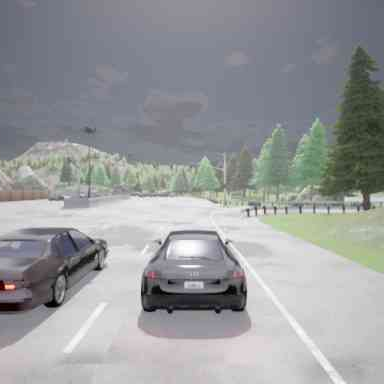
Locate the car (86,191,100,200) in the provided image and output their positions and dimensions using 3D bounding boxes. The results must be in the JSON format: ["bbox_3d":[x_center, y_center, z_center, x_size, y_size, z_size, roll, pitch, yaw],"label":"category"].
[{"bbox_3d":[-25.537,0.887,86.189,2.150,2.045,5.566,0,0,-3],"label":"car"}]

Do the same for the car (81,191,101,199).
[{"bbox_3d":[-21.644,1.086,71.768,2.097,1.767,4.553,0,0,-1],"label":"car"}]

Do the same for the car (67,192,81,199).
[{"bbox_3d":[-25.137,1.287,71.047,1.994,1.385,4.181,0,0,-1],"label":"car"}]

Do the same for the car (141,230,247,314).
[{"bbox_3d":[0.035,1.561,7.694,1.994,1.385,4.181,0,0,0],"label":"car"}]

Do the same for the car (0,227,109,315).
[{"bbox_3d":[-3.464,1.544,7.846,2.033,1.411,5.357,0,0,0],"label":"car"}]

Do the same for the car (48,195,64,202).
[{"bbox_3d":[-28.628,1.291,70.124,1.994,1.385,4.181,0,0,-1],"label":"car"}]

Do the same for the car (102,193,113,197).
[{"bbox_3d":[-22.069,1.185,86.682,2.128,1.511,4.902,0,0,-3],"label":"car"}]
